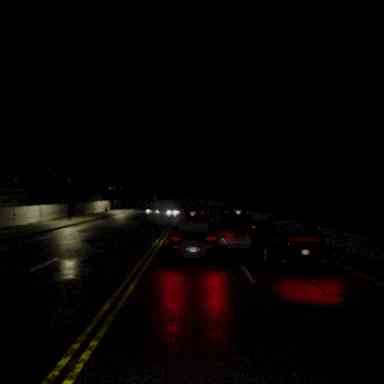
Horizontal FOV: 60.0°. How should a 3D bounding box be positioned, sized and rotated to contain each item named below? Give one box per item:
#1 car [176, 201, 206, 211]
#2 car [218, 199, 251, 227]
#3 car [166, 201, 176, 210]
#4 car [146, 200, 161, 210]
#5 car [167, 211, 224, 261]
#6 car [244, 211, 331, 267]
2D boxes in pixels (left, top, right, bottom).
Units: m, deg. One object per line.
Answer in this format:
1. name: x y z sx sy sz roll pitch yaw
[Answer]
1. car: 0.055 1.724 27.184 2.097 1.767 4.553 0 -1 1
2. car: 3.295 1.581 26.122 2.150 2.045 5.566 0 -1 1
3. car: -3.294 2.272 56.653 2.128 1.511 4.902 0 -1 0
4. car: -6.543 2.134 56.768 2.097 1.767 4.553 0 -1 0
5. car: 0.056 1.702 12.990 1.812 1.442 4.674 0 -1 1
6. car: 3.298 1.642 12.079 1.882 1.535 5.008 0 -1 1
